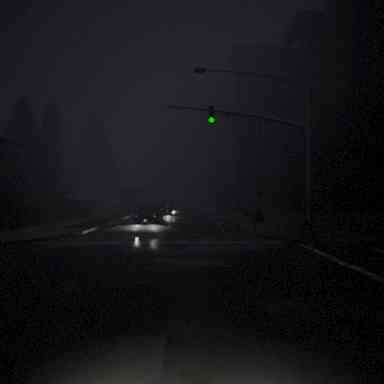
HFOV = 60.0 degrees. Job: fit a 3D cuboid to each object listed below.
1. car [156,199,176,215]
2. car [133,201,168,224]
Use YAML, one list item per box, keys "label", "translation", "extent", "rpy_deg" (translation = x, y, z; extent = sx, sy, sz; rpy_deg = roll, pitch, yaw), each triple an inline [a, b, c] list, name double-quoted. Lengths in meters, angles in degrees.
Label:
- label: "car"
  translation: [-3.302, 1.561, 36.837]
  extent: [2.097, 1.767, 4.553]
  rpy_deg: [0, 0, 1]
- label: "car"
  translation: [-3.383, 1.701, 26.818]
  extent: [2.033, 1.411, 5.357]
  rpy_deg: [0, 0, 0]
